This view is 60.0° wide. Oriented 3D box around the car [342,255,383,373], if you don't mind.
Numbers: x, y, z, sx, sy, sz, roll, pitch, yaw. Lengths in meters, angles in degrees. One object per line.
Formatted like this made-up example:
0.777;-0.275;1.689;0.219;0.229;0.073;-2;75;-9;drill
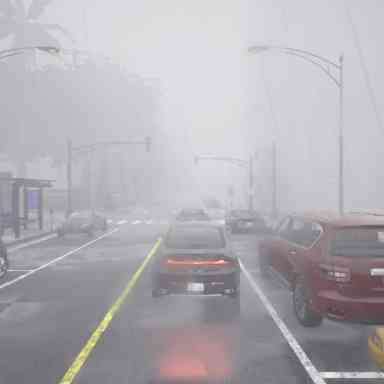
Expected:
2.762;1.525;1.705;1.752;1.417;4.829;0;0;0;car

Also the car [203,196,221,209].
2.813;1.545;44.248;1.947;1.339;4.313;0;0;0;car

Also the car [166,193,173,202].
-5.680;1.392;71.379;1.967;1.590;4.097;0;0;0;car

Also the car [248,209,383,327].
2.767;1.314;6.960;2.192;1.841;5.009;0;0;0;car

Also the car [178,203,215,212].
0.024;1.559;18.571;1.994;1.385;4.181;0;0;0;car

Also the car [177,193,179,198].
-5.654;1.234;93.061;2.192;1.841;5.009;0;0;0;car

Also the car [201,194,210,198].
2.827;1.496;55.259;1.752;1.417;4.829;0;0;0;car

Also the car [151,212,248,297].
0.086;1.503;8.542;1.837;1.490;4.892;0;0;0;car

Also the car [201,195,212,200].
2.820;1.541;49.668;1.947;1.339;4.313;0;0;0;car

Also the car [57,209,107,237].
-5.744;1.577;17.839;1.802;1.307;4.206;0;0;0;car

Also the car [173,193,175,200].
-5.674;1.260;76.800;2.192;1.841;5.009;0;0;0;car

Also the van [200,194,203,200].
2.832;1.306;60.509;1.690;1.788;3.998;0;0;0;van

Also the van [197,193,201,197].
2.859;1.278;82.190;1.690;1.788;3.998;0;0;0;van

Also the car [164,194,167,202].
-5.699;1.411;55.118;1.967;1.590;4.097;0;0;0;car

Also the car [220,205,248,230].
2.781;1.561;17.811;1.947;1.339;4.313;0;0;0;car

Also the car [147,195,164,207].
-5.706;1.526;49.698;2.008;1.369;4.403;0;0;0;car

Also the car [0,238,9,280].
-5.758;1.439;6.987;1.967;1.590;4.097;0;0;0;car
